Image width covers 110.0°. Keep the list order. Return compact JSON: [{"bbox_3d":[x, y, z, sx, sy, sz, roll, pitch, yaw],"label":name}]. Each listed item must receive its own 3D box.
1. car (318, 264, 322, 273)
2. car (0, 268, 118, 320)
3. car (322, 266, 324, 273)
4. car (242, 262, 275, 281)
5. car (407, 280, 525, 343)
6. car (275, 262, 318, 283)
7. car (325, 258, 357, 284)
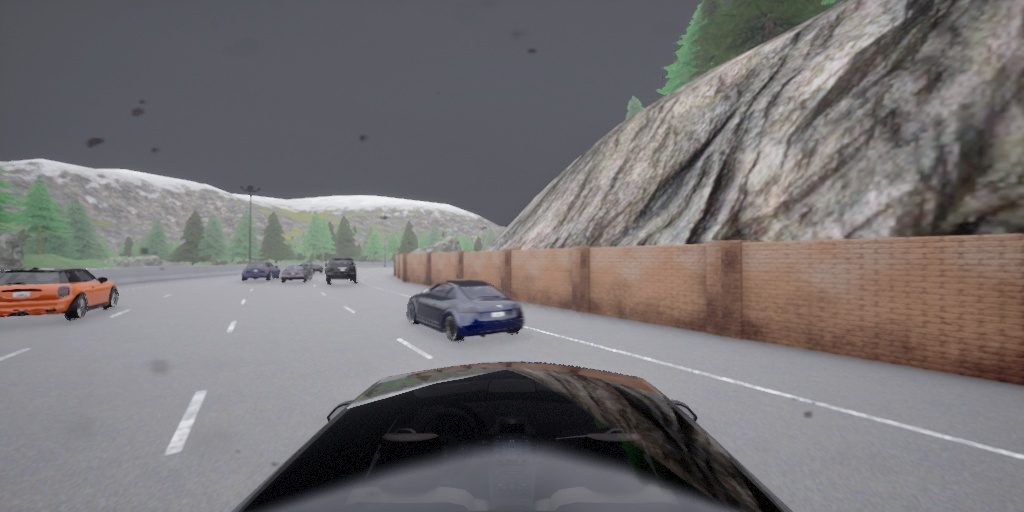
[{"bbox_3d":[-26.324,1.565,46.823,2.128,1.511,4.902,0,0,-7],"label":"car"},{"bbox_3d":[-15.771,1.179,12.412,2.097,1.767,4.553,0,0,-35],"label":"car"},{"bbox_3d":[-22.764,1.639,46.970,1.994,1.385,4.181,0,0,-8],"label":"car"},{"bbox_3d":[-22.872,1.325,32.944,2.097,1.767,4.553,0,-1,-20],"label":"car"},{"bbox_3d":[-1.469,1.375,10.187,1.994,1.385,4.181,0,0,-35],"label":"car"},{"bbox_3d":[-18.421,1.507,30.887,2.033,1.411,5.357,0,0,-22],"label":"car"},{"bbox_3d":[-13.970,1.172,29.394,2.150,2.045,5.566,0,0,-27],"label":"car"}]
